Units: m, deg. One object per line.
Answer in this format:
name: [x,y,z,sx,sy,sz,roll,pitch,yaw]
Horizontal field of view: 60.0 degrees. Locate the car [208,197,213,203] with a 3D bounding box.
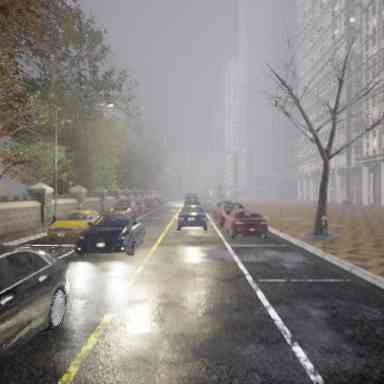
car: [2.673,1.438,28.321,1.967,1.590,4.097,0,0,0]

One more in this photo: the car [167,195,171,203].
car: [-5.734,1.546,67.572,1.752,1.417,4.829,0,0,0]

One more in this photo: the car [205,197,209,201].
car: [2.668,1.550,33.953,2.008,1.369,4.403,0,0,0]

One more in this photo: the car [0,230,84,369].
car: [-3.088,1.505,4.045,1.837,1.490,4.892,0,-1,0]

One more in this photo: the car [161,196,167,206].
car: [-5.727,1.554,56.477,1.887,1.381,4.507,0,0,0]

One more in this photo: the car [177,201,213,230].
car: [0.036,1.544,20.889,2.033,1.411,5.357,0,0,0]

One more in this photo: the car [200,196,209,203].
car: [2.642,1.611,73.379,1.802,1.307,4.206,0,0,0]

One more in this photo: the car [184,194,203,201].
car: [0.070,1.223,45.621,2.150,2.045,5.566,0,0,0]

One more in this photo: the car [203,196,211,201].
car: [2.665,1.551,39.586,2.008,1.369,4.403,0,0,0]

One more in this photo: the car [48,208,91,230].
car: [-5.700,1.521,16.882,1.752,1.417,4.829,0,0,0]

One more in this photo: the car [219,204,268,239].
car: [2.680,1.541,17.058,1.887,1.381,4.507,0,0,0]

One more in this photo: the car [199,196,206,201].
car: [2.636,1.626,84.644,1.802,1.307,4.206,0,0,0]

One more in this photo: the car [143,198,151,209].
car: [-5.712,1.543,33.948,1.887,1.381,4.507,0,0,0]

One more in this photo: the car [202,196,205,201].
car: [2.661,1.585,45.218,1.802,1.307,4.206,0,0,0]

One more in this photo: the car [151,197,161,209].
car: [-5.719,1.547,45.213,1.887,1.381,4.507,0,0,0]

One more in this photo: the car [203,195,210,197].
car: [2.658,1.588,50.850,1.802,1.307,4.206,0,0,0]

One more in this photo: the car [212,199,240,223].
car: [2.676,1.437,22.689,1.967,1.590,4.097,0,0,0]

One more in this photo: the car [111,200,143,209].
car: [-5.707,1.437,28.315,1.967,1.590,4.097,0,0,0]

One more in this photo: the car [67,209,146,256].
car: [-3.009,1.560,12.974,1.994,1.385,4.181,0,0,0]
